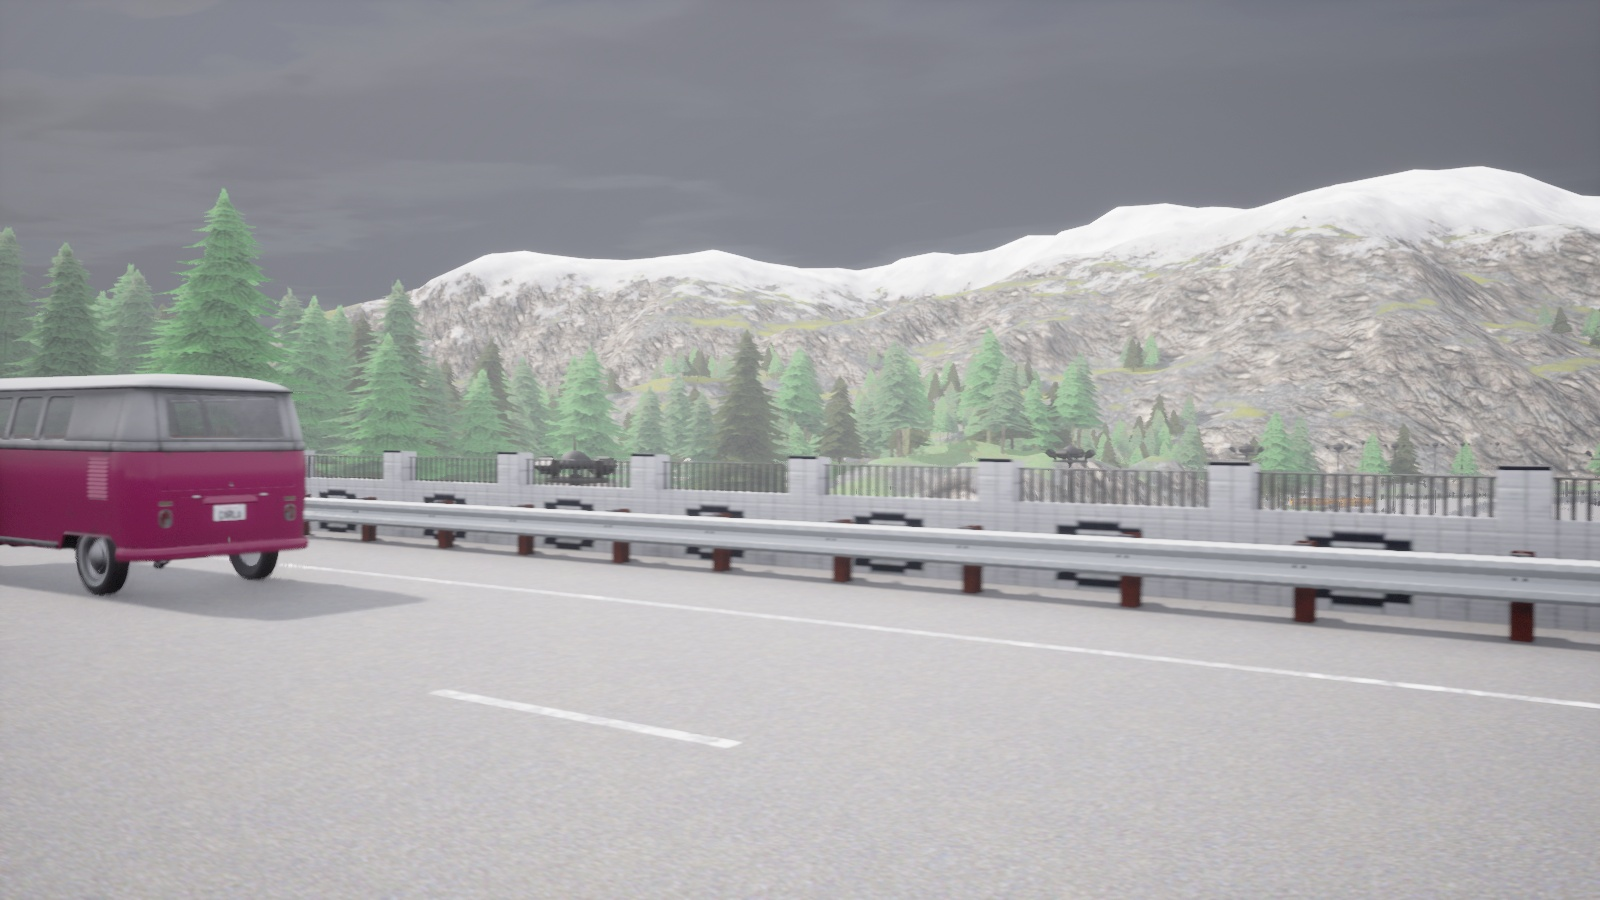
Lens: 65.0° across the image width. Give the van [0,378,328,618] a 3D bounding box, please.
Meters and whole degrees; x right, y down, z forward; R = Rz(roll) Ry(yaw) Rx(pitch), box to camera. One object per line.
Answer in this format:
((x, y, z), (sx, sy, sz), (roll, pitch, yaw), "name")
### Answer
((-6.817, 0.387, 12.349), (4.442, 1.987, 1.775), (0, 1, 34), "van")
